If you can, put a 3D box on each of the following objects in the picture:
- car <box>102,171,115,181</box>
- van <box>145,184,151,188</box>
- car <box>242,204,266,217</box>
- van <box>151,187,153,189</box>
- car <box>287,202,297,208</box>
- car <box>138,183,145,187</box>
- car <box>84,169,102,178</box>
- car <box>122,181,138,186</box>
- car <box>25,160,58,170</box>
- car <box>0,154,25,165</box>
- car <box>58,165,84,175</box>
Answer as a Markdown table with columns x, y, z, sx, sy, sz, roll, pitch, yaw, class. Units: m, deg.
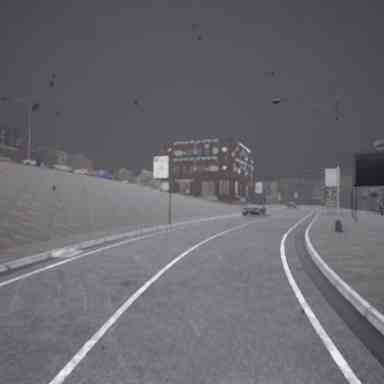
| x | y | z | sx | sy | sz | roll | pitch | yaw | class |
| --- | --- | --- | --- | --- | --- | --- | --- | --- | --- |
| -14.791 | -2.377 | 55.145 | 2.435 | 2.045 | 5.566 | 0 | -3 | 11 | car |
| -11.595 | -0.966 | 77.129 | 1.878 | 1.987 | 4.442 | 0 | -4 | 7 | van |
| 7.025 | 2.019 | 37.086 | 2.033 | 1.411 | 5.357 | -1 | -2 | 22 | car |
| -11.078 | -0.566 | 82.629 | 1.878 | 1.987 | 4.442 | 0 | -4 | 6 | van |
| 22.532 | 2.918 | 74.885 | 1.837 | 1.490 | 4.892 | -1 | -2 | 22 | car |
| -12.269 | -1.087 | 71.492 | 2.002 | 1.452 | 4.674 | 0 | -4 | 7 | car |
| -15.890 | -2.543 | 49.645 | 2.185 | 1.767 | 4.553 | 0 | -3 | 12 | car |
| -13.008 | -1.443 | 66.011 | 2.002 | 1.452 | 4.674 | 0 | -3 | 9 | car |
| -18.373 | -2.891 | 38.875 | 2.002 | 1.452 | 4.674 | 0 | -3 | 15 | car |
| -19.788 | -3.145 | 33.546 | 2.163 | 1.488 | 4.792 | 0 | -3 | 16 | car |
| -17.095 | -2.688 | 44.140 | 2.231 | 1.521 | 4.892 | 0 | -3 | 14 | car |
